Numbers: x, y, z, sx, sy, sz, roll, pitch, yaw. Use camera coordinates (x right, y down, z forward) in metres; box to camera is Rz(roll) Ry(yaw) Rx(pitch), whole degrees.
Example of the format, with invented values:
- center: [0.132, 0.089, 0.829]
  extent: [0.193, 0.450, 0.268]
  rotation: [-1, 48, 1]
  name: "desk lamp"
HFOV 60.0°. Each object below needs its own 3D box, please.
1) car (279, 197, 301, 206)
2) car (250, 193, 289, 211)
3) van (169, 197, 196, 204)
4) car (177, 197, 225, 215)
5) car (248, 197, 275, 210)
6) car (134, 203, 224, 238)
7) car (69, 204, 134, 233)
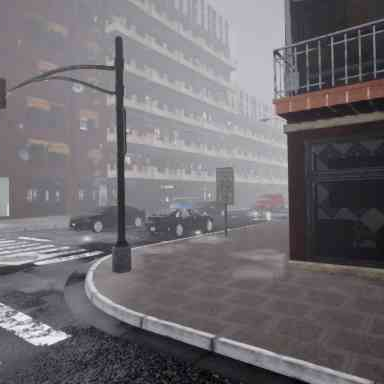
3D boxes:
- center: [15.672, 1.496, 52.962]
  extent: [1.752, 1.417, 4.829]
  rotation: [-1, -1, 36]
  name: "car"
- center: [9.343, 1.167, 39.864]
  extent: [2.150, 2.045, 5.566]
  rotation: [-1, -1, 36]
  name: "car"
- center: [-0.438, 1.365, 30.449]
  extent: [1.690, 1.788, 3.998]
  rotation: [-1, -1, 36]
  name: "van"
- center: [1.128, 1.479, 28.393]
  extent: [1.837, 1.490, 4.892]
  rotation: [-1, -1, 35]
  name: "car"
- center: [9.287, 1.431, 44.040]
  extent: [1.967, 1.590, 4.097]
  rotation: [-1, -1, 36]
  name: "car"
- center: [-0.507, 1.435, 16.803]
  extent: [2.008, 1.369, 4.403]
  rotation: [-1, -1, 36]
  name: "car"
- center: [-4.919, 1.476, 19.944]
  extent: [1.882, 1.535, 5.008]
  rotation: [-1, -1, 36]
  name: "car"
